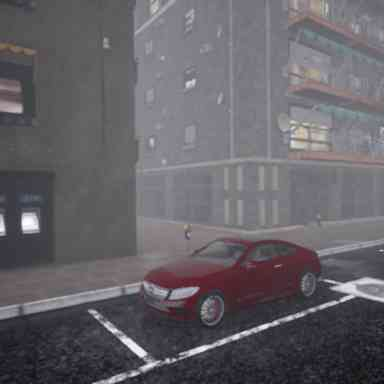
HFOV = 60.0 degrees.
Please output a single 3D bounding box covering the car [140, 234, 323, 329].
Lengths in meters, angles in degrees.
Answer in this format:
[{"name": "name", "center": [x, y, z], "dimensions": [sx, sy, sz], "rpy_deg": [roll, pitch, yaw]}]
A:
[{"name": "car", "center": [0.996, 1.571, 6.839], "dimensions": [4.206, 1.307, 1.802], "rpy_deg": [0, -1, -36]}]
